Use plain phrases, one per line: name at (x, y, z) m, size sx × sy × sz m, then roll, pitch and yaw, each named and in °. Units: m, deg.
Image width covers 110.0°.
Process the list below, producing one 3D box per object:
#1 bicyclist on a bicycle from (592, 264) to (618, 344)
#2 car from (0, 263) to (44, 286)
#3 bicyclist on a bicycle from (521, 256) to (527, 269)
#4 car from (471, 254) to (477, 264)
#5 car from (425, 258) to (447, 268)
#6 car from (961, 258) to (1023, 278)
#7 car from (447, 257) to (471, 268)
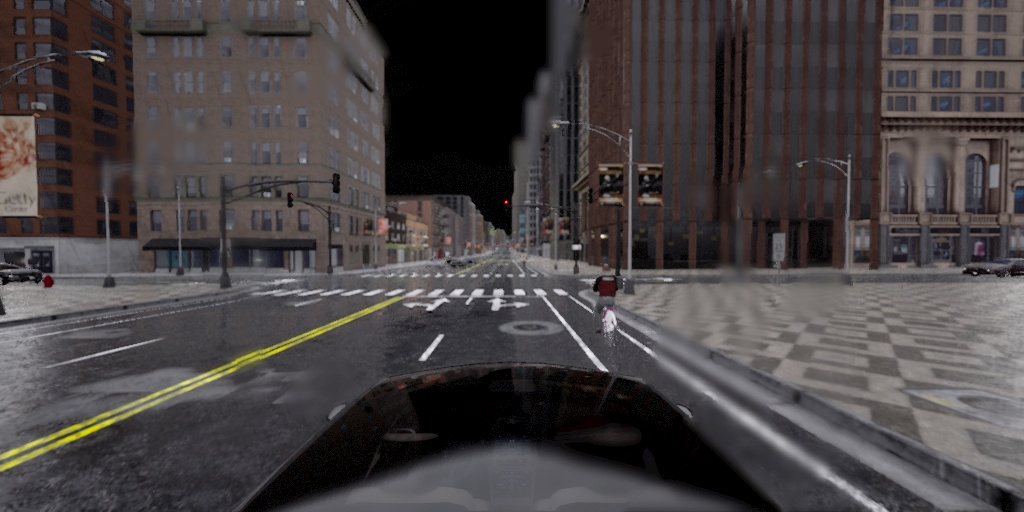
bicyclist on a bicycle at (2.164, 1.063, 8.465) m, size 0.659 × 1.776 × 1.843 m, roll 0°, pitch 1°, yaw -1°
car at (-34.489, 1.181, 23.885) m, size 5.008 × 1.535 × 1.882 m, roll 0°, pitch 1°, yaw 0°
bicyclist on a bicycle at (1.628, 0.828, 47.317) m, size 0.866 × 1.612 × 1.509 m, roll 0°, pitch 0°, yaw -1°
car at (-7.383, 0.817, 64.967) m, size 1.994 × 1.385 × 4.181 m, roll 0°, pitch 0°, yaw 0°
car at (-10.470, 0.982, 48.963) m, size 1.895 × 1.301 × 4.718 m, roll 0°, pitch 0°, yaw -1°
car at (37.295, 0.896, 26.873) m, size 5.357 × 1.411 × 2.033 m, roll 0°, pitch 1°, yaw -1°
car at (-7.222, 0.981, 49.007) m, size 1.895 × 1.301 × 4.718 m, roll 0°, pitch 0°, yaw -1°
